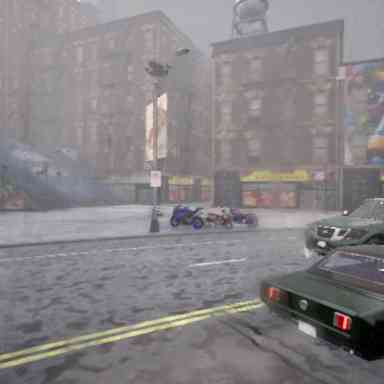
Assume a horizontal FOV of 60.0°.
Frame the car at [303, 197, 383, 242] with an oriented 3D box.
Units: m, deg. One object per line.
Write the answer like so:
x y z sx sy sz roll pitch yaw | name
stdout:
6.470 1.196 10.759 5.566 2.045 2.150 0 0 -19 | car

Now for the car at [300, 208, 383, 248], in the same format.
7.739 1.506 14.848 5.357 1.411 2.033 0 0 -16 | car

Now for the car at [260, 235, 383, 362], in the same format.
3.552 1.588 5.552 4.718 1.301 1.895 0 0 -27 | car
